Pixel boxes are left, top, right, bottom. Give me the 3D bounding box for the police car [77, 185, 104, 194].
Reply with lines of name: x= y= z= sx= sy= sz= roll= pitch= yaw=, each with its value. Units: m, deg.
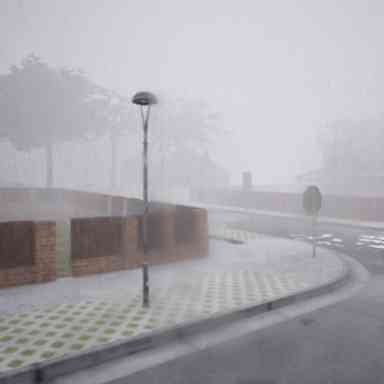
police car: x=-11.970 y=-0.063 z=39.208 sx=1.930 sy=1.638 sz=5.238 roll=-1 pitch=3 yaw=-35
